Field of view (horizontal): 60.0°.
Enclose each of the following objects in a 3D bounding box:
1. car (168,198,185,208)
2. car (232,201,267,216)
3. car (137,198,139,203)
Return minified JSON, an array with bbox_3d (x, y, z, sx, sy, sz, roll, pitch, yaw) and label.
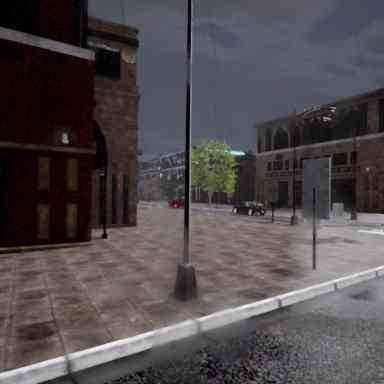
[{"bbox_3d":[-2.165,1.627,49.311,1.887,1.381,4.507,1,-1,-27],"label":"car"},{"bbox_3d":[5.784,1.627,33.768,2.008,1.369,4.403,1,-1,-27],"label":"car"},{"bbox_3d":[-12.196,1.670,69.007,1.802,1.307,4.206,1,-1,-27],"label":"car"}]
